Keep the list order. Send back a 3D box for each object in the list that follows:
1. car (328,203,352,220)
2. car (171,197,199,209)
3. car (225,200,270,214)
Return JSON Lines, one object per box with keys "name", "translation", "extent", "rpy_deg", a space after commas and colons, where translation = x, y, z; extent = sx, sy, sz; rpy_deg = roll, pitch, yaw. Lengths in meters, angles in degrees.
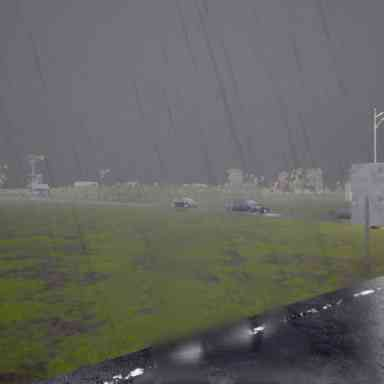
{"name": "car", "translation": [12.778, 1.551, 25.675], "extent": [1.994, 1.385, 4.181], "rpy_deg": [0, 0, -37]}
{"name": "car", "translation": [-1.019, 1.487, 45.420], "extent": [1.837, 1.490, 4.892], "rpy_deg": [0, 0, -37]}
{"name": "car", "translation": [5.867, 1.532, 35.784], "extent": [2.033, 1.411, 5.357], "rpy_deg": [0, 0, -34]}
